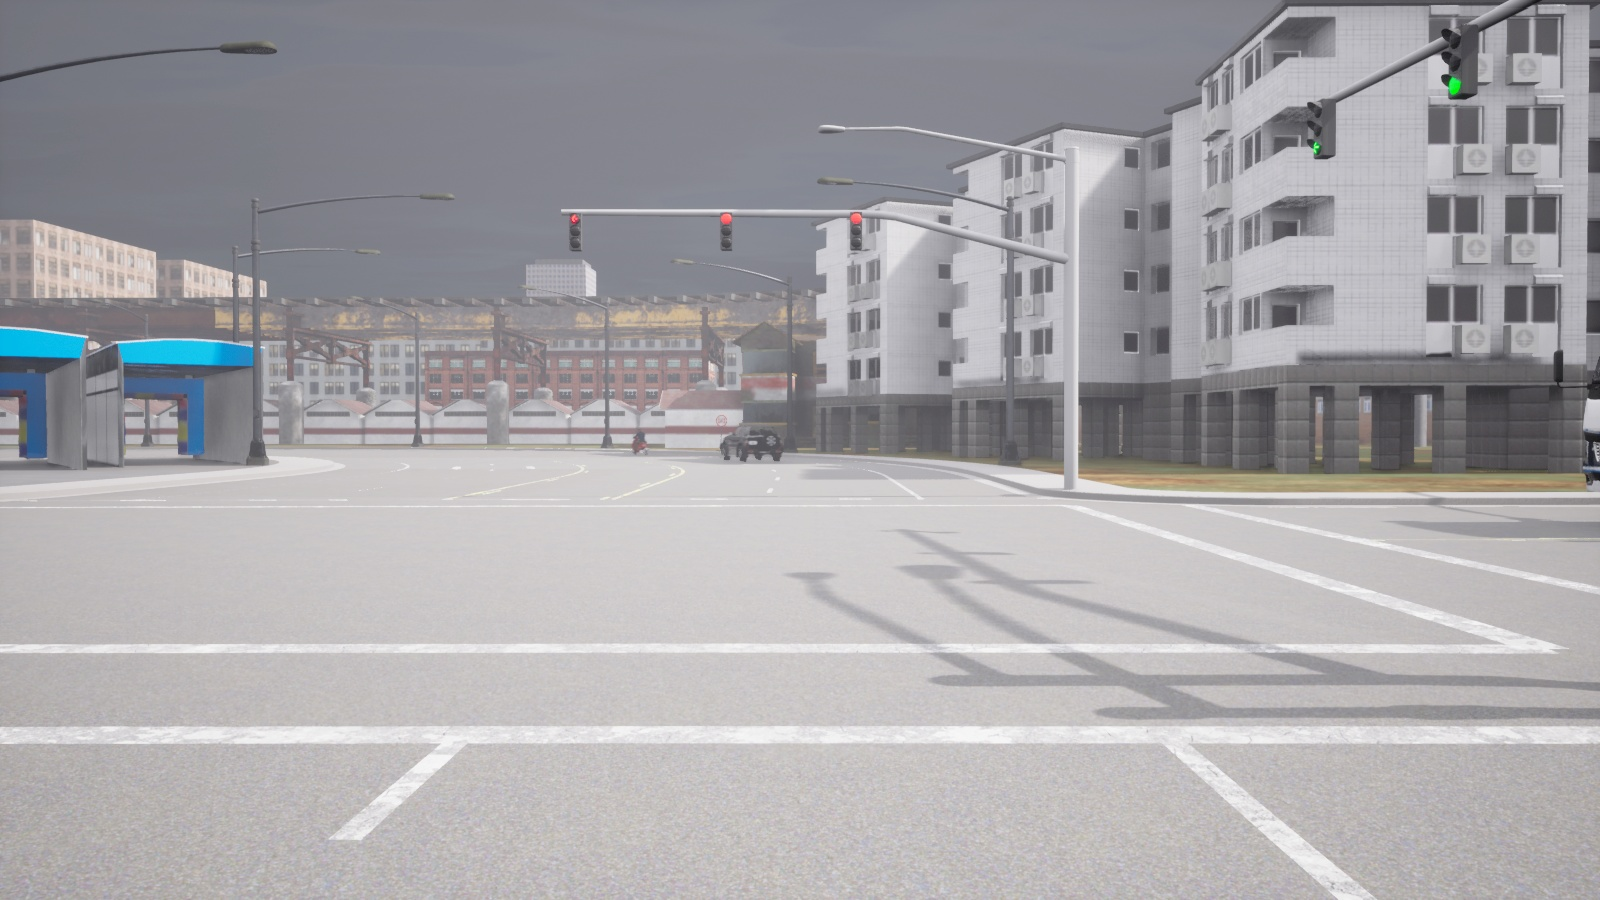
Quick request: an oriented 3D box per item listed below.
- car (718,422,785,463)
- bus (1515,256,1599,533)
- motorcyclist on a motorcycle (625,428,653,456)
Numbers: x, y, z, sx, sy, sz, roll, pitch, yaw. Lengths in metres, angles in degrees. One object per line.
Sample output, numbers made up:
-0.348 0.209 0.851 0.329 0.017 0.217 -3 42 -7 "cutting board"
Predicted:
-2.386 -0.394 60.066 1.932 1.855 4.605 0 1 -19 "car"
17.421 -0.860 19.572 10.273 4.253 3.944 0 1 -1 "bus"
-9.346 -0.488 72.886 0.866 1.590 1.817 -1 1 -36 "motorcyclist on a motorcycle"
